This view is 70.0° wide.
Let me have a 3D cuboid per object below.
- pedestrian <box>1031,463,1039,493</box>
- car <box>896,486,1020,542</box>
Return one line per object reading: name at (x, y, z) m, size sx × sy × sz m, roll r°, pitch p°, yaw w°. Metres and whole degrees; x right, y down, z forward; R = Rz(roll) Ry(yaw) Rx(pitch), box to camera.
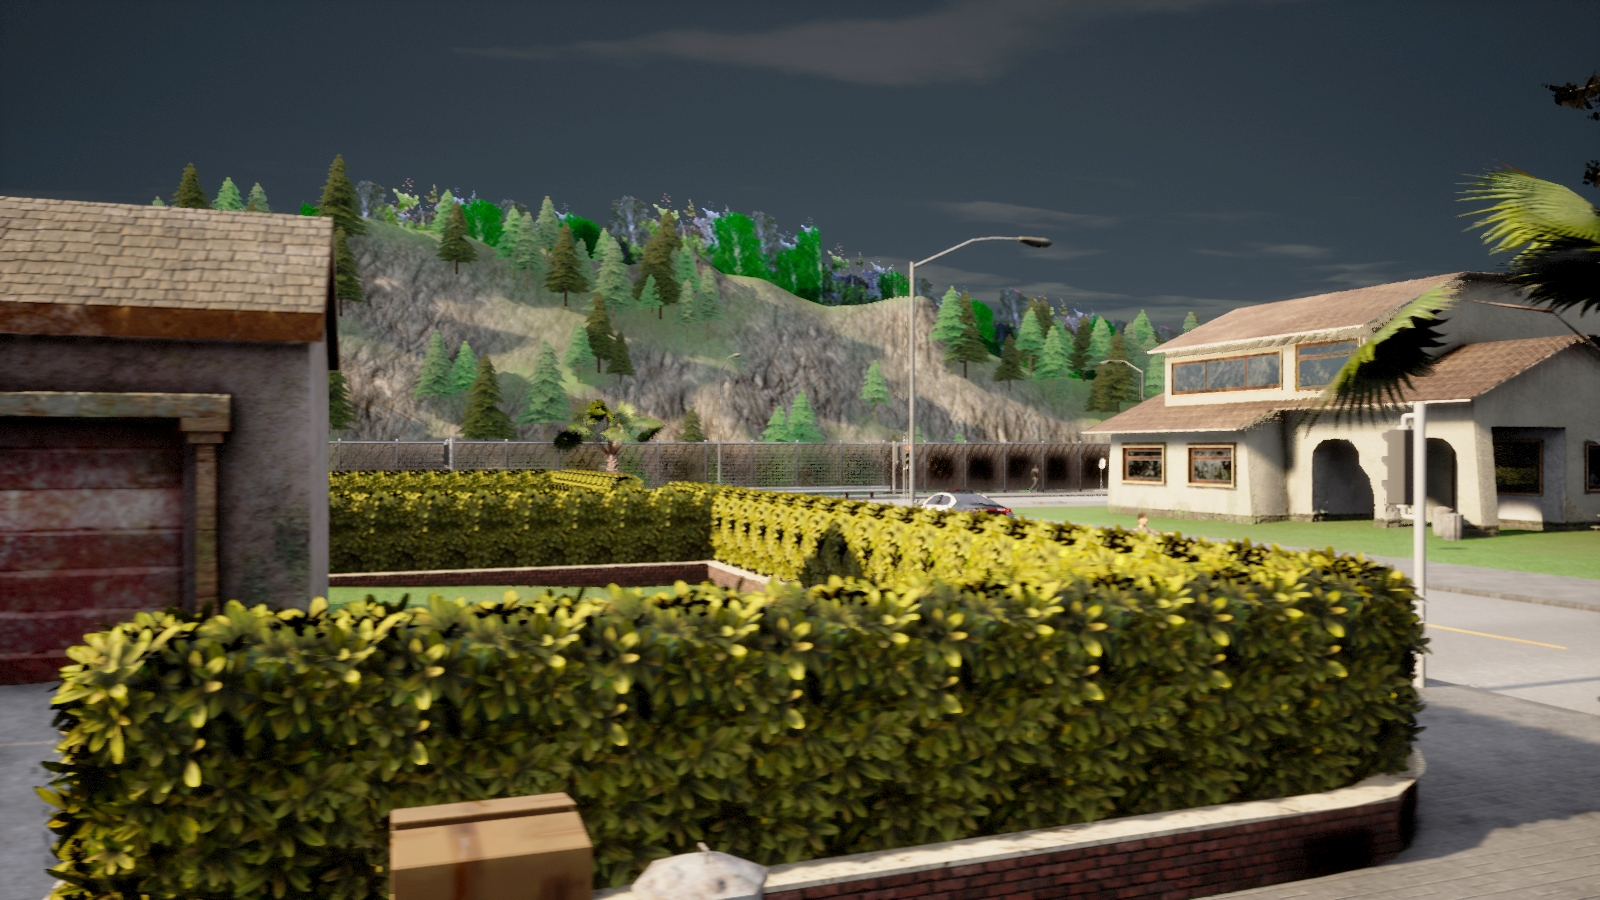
pedestrian at (14.661, 1.735, 71.248) m, size 0.375 × 1.860 × 0.375 m, roll 0°, pitch 0°, yaw -27°
car at (5.074, 2.033, 37.514) m, size 2.038 × 1.542 × 4.974 m, roll 0°, pitch 0°, yaw -18°
